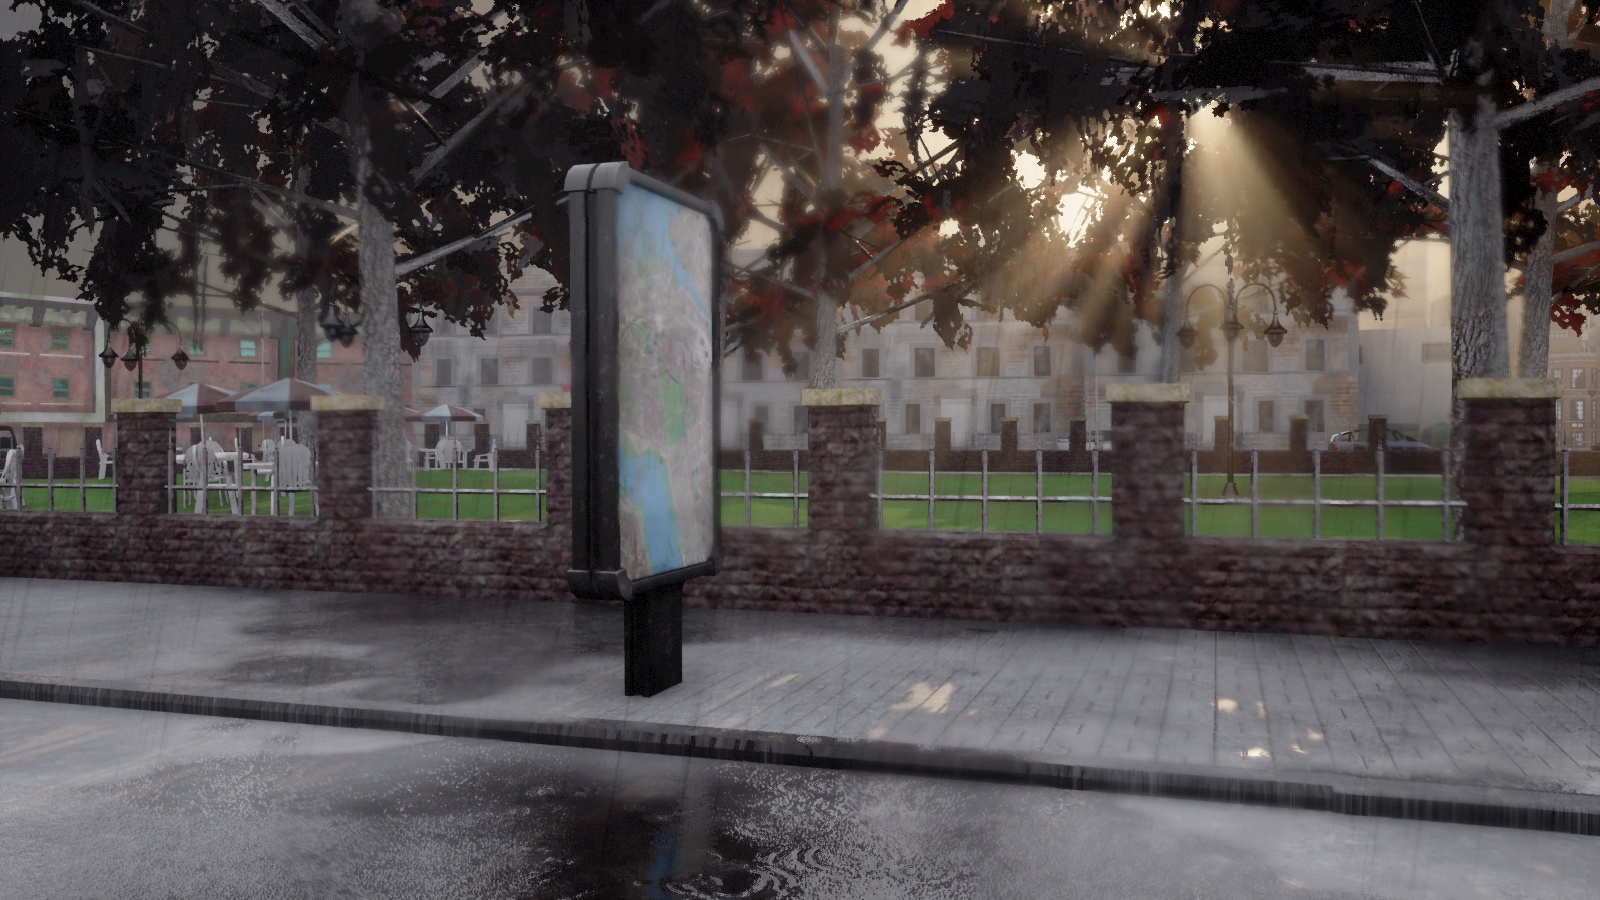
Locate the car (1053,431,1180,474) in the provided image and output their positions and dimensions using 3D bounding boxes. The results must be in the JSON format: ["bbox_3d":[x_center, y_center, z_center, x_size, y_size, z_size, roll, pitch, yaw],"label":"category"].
[{"bbox_3d":[11.980,0.058,47.440,4.514,1.525,2.007,1,1,18],"label":"car"}]

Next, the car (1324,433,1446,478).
[{"bbox_3d":[20.685,0.169,44.551,3.705,1.549,1.789,0,1,18],"label":"car"}]

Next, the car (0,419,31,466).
[{"bbox_3d":[-32.649,-0.292,49.302,1.905,1.878,3.866,1,1,19],"label":"car"}]

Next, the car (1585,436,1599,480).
[{"bbox_3d":[28.829,0.278,41.844,4.193,1.474,1.816,1,1,18],"label":"car"}]
